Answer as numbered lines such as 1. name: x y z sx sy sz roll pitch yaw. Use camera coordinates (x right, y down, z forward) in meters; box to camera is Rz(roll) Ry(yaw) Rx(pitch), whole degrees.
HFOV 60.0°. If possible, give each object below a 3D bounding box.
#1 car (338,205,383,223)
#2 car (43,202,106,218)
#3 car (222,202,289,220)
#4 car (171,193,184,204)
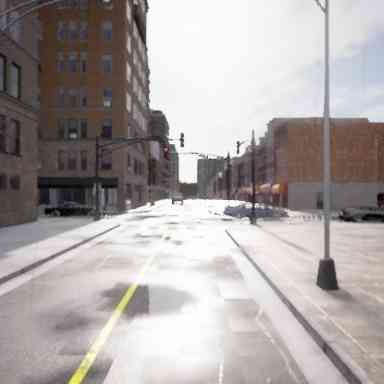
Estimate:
1. car: 13.215 1.645 24.867 4.313 1.339 1.947 0 0 0
2. car: -9.622 1.510 27.632 4.718 1.301 1.895 1 0 -1
3. car: 5.153 1.541 27.479 5.357 1.411 2.033 1 0 0
4. car: -2.772 1.248 64.241 2.150 2.045 5.566 0 0 0
